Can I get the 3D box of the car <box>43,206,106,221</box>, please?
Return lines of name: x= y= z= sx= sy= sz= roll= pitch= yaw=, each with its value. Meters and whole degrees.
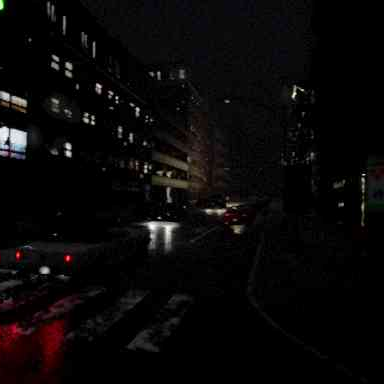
car: x=-4.800 y=1.482 z=14.775 sx=1.994 sy=1.385 sz=4.181 roll=1 pitch=0 yaw=14

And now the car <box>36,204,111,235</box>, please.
car: x=-6.544 y=1.475 z=18.996 sx=1.947 sy=1.339 sz=4.313 roll=2 pitch=0 yaw=14

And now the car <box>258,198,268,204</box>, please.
car: x=15.339 y=1.891 z=71.856 sx=1.802 sy=1.307 sz=4.206 roll=2 pitch=0 yaw=14

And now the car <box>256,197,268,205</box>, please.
car: x=13.976 y=1.828 z=66.361 sx=2.008 sy=1.369 sz=4.403 roll=2 pitch=0 yaw=14

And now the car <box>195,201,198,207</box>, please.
car: x=-0.965 y=1.615 z=40.944 sx=1.802 sy=1.307 sz=4.206 roll=2 pitch=0 yaw=14

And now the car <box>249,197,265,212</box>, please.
car: x=7.159 y=1.666 z=38.886 sx=1.887 sy=1.381 sz=4.507 roll=2 pitch=0 yaw=14

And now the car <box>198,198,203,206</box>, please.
car: x=1.762 y=1.660 z=51.934 sx=1.947 sy=1.339 sz=4.313 roll=2 pitch=0 yaw=14

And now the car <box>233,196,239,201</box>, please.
car: x=11.307 y=1.861 z=90.400 sx=1.887 sy=1.381 sz=4.507 roll=2 pitch=0 yaw=14

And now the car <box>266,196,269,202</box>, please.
car: x=12.616 y=1.685 z=60.866 sx=1.967 sy=1.590 sz=4.097 roll=2 pitch=0 yaw=14

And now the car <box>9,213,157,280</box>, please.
car: x=-2.841 y=1.526 z=9.797 sx=1.895 sy=1.301 sz=4.718 roll=1 pitch=0 yaw=14

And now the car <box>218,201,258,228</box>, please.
car: x=3.141 y=1.575 z=22.386 sx=1.887 sy=1.381 sz=4.507 roll=2 pitch=0 yaw=14

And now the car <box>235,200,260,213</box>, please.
car: x=4.435 y=1.642 z=27.898 sx=1.802 sy=1.307 sz=4.206 roll=2 pitch=0 yaw=14

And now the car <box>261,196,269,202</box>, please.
car: x=19.433 y=1.845 z=88.342 sx=1.967 sy=1.590 sz=4.097 roll=2 pitch=0 yaw=14

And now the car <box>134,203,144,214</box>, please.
car: x=-3.692 y=1.537 z=29.959 sx=1.947 sy=1.339 sz=4.313 roll=2 pitch=0 yaw=14

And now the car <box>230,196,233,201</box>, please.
car: x=7.216 y=1.765 z=73.915 sx=1.887 sy=1.381 sz=4.507 roll=2 pitch=0 yaw=14

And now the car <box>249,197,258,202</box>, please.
car: x=15.375 y=1.889 z=83.214 sx=1.895 sy=1.301 sz=4.718 roll=1 pitch=0 yaw=14

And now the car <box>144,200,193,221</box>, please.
car: x=-1.760 y=1.533 z=27.030 sx=2.033 sy=1.411 sz=5.357 roll=1 pitch=0 yaw=14

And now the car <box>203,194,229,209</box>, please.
car: x=3.590 y=1.312 z=48.170 sx=2.150 sy=2.045 sz=5.566 roll=1 pitch=0 yaw=14

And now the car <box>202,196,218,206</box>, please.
car: x=3.129 y=1.566 z=57.429 sx=1.967 sy=1.590 sz=4.097 roll=2 pitch=0 yaw=14

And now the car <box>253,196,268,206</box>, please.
car: x=9.886 y=1.733 z=49.876 sx=2.008 sy=1.369 sz=4.403 roll=2 pitch=0 yaw=14

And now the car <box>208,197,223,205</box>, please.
car: x=4.489 y=1.708 z=62.924 sx=2.008 sy=1.369 sz=4.403 roll=2 pitch=0 yaw=14

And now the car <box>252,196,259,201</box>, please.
car: x=17.833 y=1.770 z=93.116 sx=1.837 sy=1.490 sz=4.892 roll=1 pitch=0 yaw=14
